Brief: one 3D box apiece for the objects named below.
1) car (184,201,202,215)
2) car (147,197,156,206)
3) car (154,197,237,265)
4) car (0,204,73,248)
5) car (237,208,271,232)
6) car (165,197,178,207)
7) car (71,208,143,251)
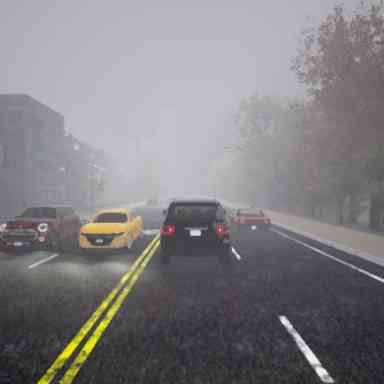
[{"bbox_3d":[0.092,1.668,36.097,1.895,1.301,4.718,0,0,0],"label":"car"},{"bbox_3d":[-6.563,1.583,57.172,1.882,1.535,5.008,0,0,1],"label":"car"},{"bbox_3d":[0.097,1.244,11.948,2.150,2.045,5.566,0,0,0],"label":"car"},{"bbox_3d":[-6.602,1.380,14.869,2.097,1.767,4.553,0,0,0],"label":"car"},{"bbox_3d":[3.344,1.639,20.186,1.895,1.301,4.718,0,0,0],"label":"car"},{"bbox_3d":[-3.320,1.608,55.835,1.837,1.490,4.892,0,0,0],"label":"car"},{"bbox_3d":[-3.353,1.505,14.561,1.882,1.535,5.008,0,0,0],"label":"car"}]
